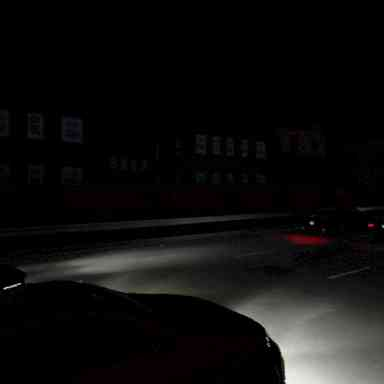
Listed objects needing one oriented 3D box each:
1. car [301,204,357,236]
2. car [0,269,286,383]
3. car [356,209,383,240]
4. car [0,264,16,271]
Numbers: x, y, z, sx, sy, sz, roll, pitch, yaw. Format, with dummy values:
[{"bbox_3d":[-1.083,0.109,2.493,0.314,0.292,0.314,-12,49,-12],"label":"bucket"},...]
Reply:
[{"bbox_3d":[8.001,1.401,18.060,5.008,1.535,1.882,0,0,-36],"label":"car"},{"bbox_3d":[-1.094,1.561,2.966,4.181,1.385,1.994,0,0,-36],"label":"car"},{"bbox_3d":[10.047,1.471,15.221,5.357,1.411,2.033,0,0,-36],"label":"car"},{"bbox_3d":[-5.000,1.485,4.480,5.008,1.535,1.882,0,0,-36],"label":"car"}]
